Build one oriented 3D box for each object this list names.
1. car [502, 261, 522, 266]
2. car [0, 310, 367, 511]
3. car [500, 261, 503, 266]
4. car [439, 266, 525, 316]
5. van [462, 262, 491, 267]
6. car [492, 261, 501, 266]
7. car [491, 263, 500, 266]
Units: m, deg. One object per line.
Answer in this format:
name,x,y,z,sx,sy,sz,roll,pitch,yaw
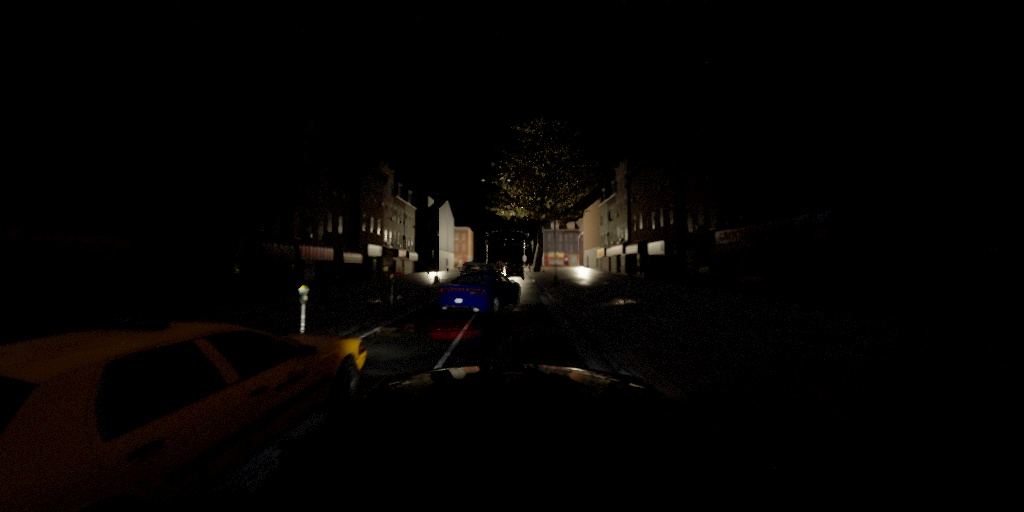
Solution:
car,0.255,1.564,36.460,1.882,1.535,5.008,0,-1,0
car,-3.025,1.219,3.114,1.801,1.575,5.366,0,-1,0
car,-2.431,1.730,46.277,1.888,1.381,4.507,0,0,0
car,-1.065,1.343,14.191,1.882,1.535,5.008,0,0,16
van,-2.537,1.303,24.138,1.690,1.789,3.998,0,0,0
car,-2.458,1.654,40.573,1.751,1.417,4.829,0,0,0
car,-2.484,1.638,35.208,1.948,1.339,4.313,0,0,0
